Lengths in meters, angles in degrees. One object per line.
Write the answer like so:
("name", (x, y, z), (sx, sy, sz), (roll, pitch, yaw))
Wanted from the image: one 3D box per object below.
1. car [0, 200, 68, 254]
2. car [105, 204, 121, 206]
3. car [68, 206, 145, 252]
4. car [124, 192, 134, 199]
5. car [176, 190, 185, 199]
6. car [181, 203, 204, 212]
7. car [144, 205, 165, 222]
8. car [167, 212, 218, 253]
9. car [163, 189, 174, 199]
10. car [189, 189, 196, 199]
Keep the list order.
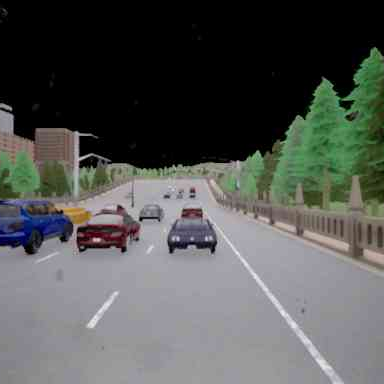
("car", (-6.991, 1.352, 14.205), (2.150, 2.045, 5.566), (0, 0, 0))
("car", (-6.978, 1.807, 29.551), (1.812, 1.442, 4.674), (0, 0, 0))
("car", (-3.486, 1.618, 14.666), (1.882, 1.535, 5.008), (0, 0, 0))
("car", (-17.373, 0.979, 91.378), (2.097, 1.767, 4.553), (0, 5, 0))
("car", (-3.367, 1.037, 92.404), (2.033, 1.411, 5.357), (0, 6, 0))
("car", (0.023, 1.760, 29.666), (1.882, 1.535, 5.008), (0, 0, 0))
("car", (-3.481, 1.825, 29.169), (2.033, 1.411, 5.357), (0, -1, 0))
("car", (0.010, 1.737, 14.283), (1.895, 1.301, 4.718), (0, -1, 0))
("car", (-6.867, 0.998, 92.421), (1.837, 1.490, 4.892), (0, 6, 0))
("car", (0.133, 0.997, 92.378), (1.837, 1.490, 4.892), (0, 6, 0))
